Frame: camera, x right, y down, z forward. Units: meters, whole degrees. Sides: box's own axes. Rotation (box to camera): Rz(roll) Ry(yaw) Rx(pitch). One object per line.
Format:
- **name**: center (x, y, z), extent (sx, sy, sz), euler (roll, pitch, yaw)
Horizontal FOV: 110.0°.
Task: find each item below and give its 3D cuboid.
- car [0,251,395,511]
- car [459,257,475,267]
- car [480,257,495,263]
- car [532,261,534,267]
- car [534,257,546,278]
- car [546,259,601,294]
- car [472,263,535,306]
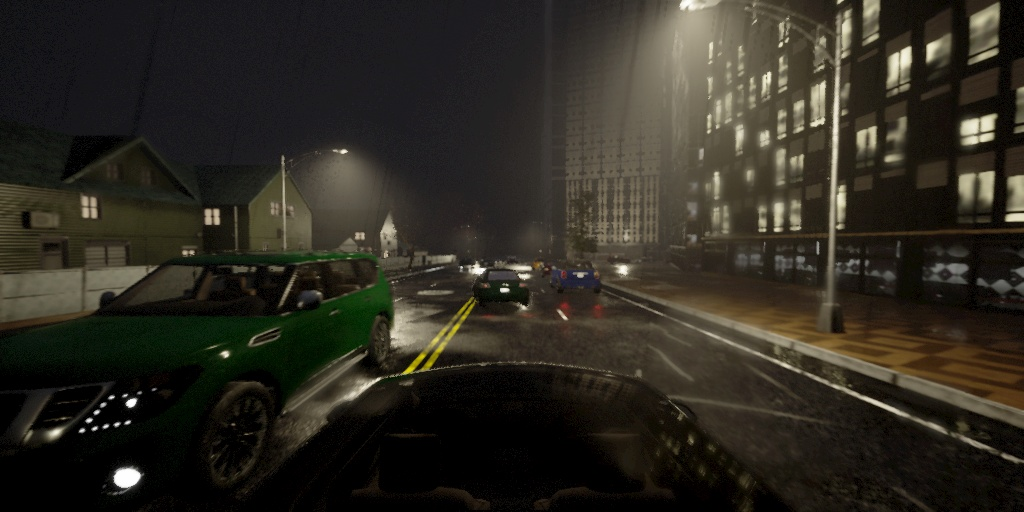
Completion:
- **car**: center (-3.349, 0.942, 4.786), extent (2.150, 2.045, 5.566), euler (0, 1, 0)
- **car**: center (-6.558, 0.864, 52.367), extent (1.994, 1.385, 4.181), euler (0, 0, 0)
- **car**: center (-3.310, 0.826, 48.367), extent (2.128, 1.511, 4.902), euler (0, 0, 0)
- **car**: center (3.256, 0.849, 41.396), extent (1.801, 1.575, 5.366), euler (0, 0, 0)
- **car**: center (3.254, 1.037, 30.203), extent (2.033, 1.411, 5.357), euler (0, 1, 0)
- **car**: center (3.253, 0.940, 19.167), extent (2.097, 1.767, 4.553), euler (0, 1, 0)
- **car**: center (-0.505, 1.189, 14.988), extent (1.994, 1.385, 4.181), euler (0, 1, -7)
